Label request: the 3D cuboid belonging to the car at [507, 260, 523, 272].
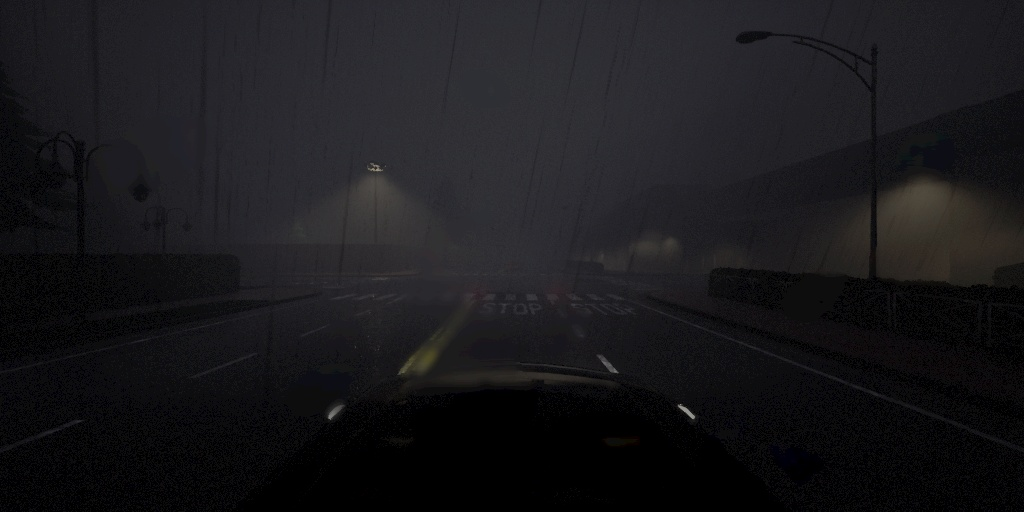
[{"bbox_3d":[0.354,1.232,46.395,1.882,1.535,5.008,0,0,1],"label":"car"}]
